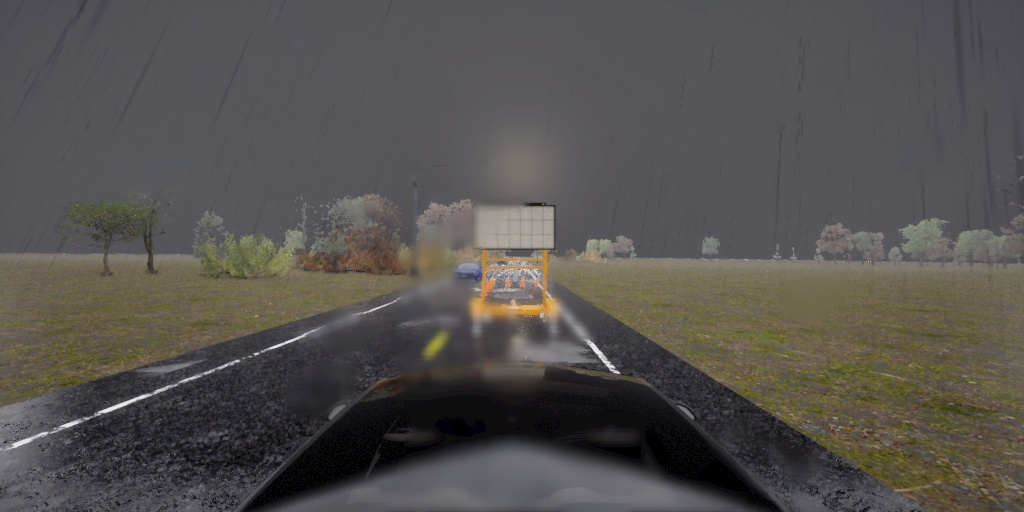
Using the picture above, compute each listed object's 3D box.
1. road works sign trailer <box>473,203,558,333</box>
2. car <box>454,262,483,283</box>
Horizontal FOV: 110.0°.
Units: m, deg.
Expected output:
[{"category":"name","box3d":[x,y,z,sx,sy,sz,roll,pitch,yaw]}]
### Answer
[{"category":"road works sign trailer","box3d":[0.087,0.218,10.749,2.380,3.560,2.880,0,0,0]},{"category":"car","box3d":[-3.339,1.242,28.526,1.882,1.535,5.008,0,0,1]}]
